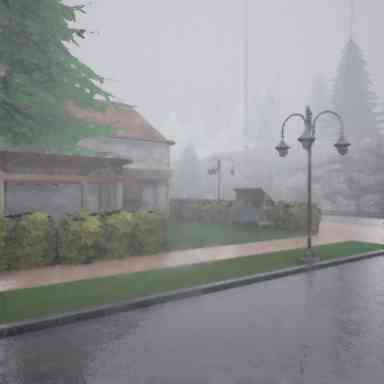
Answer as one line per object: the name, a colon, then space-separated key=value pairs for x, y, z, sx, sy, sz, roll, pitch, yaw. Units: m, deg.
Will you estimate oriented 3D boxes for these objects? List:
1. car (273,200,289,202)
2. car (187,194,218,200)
car: x=7.862 y=1.488 z=29.243 sx=1.837 sy=1.490 sz=4.892 roll=0 pitch=0 yaw=-35
car: x=1.464 y=1.206 z=38.209 sx=2.150 sy=2.045 sz=5.566 roll=0 pitch=-1 yaw=-36
